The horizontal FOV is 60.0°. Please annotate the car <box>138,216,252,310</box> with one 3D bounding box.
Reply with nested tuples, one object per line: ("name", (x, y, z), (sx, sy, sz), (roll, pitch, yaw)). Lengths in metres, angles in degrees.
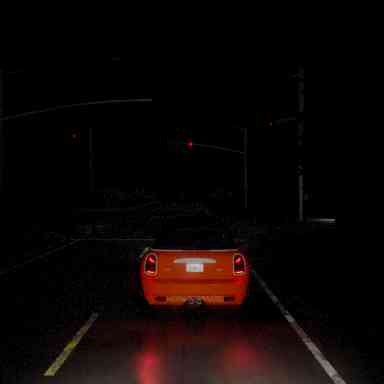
("car", (0.058, 1.352, 7.974), (2.097, 1.767, 4.553), (0, 0, 0))
